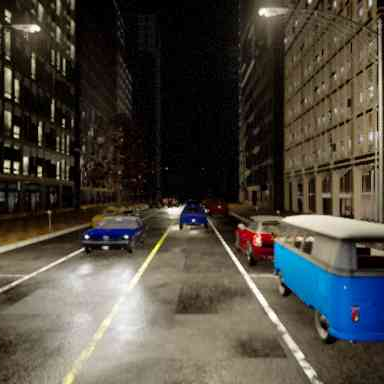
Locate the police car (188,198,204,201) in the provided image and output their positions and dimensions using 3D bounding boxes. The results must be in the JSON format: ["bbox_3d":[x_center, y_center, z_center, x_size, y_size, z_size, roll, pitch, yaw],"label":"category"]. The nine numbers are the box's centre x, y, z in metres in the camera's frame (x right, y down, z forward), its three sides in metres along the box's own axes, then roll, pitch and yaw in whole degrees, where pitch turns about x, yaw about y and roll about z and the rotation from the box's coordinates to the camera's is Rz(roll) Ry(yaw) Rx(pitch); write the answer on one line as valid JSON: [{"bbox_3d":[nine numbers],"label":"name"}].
[{"bbox_3d":[0.101,1.778,41.730,1.930,1.638,5.238,0,-1,0],"label":"police car"}]

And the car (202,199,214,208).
[{"bbox_3d":[2.695,2.004,57.645,1.752,1.417,4.829,0,0,0],"label":"car"}]

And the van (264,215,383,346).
[{"bbox_3d":[2.693,1.398,6.251,1.690,1.788,3.998,0,0,0],"label":"van"}]

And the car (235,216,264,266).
[{"bbox_3d":[2.693,1.546,11.941,1.967,1.590,4.097,0,0,0],"label":"car"}]

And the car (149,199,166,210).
[{"bbox_3d":[-5.686,1.984,51.796,2.008,1.369,4.403,0,0,0],"label":"car"}]

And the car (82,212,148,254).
[{"bbox_3d":[-3.100,1.726,14.196,1.895,1.301,4.718,0,0,0],"label":"car"}]

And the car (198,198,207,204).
[{"bbox_3d":[2.696,2.257,85.935,1.947,1.339,4.313,0,0,0],"label":"car"}]

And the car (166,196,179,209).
[{"bbox_3d":[-3.063,1.952,55.290,2.128,1.511,4.902,0,0,0],"label":"car"}]

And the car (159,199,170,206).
[{"bbox_3d":[-5.685,2.146,68.871,1.802,1.307,4.206,0,0,0],"label":"car"}]

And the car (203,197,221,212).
[{"bbox_3d":[2.696,1.703,46.094,2.192,1.841,5.009,0,0,0],"label":"car"}]

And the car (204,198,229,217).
[{"bbox_3d":[2.695,1.611,34.709,2.192,1.841,5.009,0,0,0],"label":"car"}]

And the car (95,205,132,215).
[{"bbox_3d":[-5.687,1.726,23.164,1.752,1.417,4.829,0,0,0],"label":"car"}]

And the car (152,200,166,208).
[{"bbox_3d":[-5.686,2.043,57.488,1.947,1.339,4.313,0,0,0],"label":"car"}]

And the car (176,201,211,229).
[{"bbox_3d":[0.101,1.682,23.668,1.882,1.535,5.008,0,0,0],"label":"car"}]

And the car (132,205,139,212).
[{"bbox_3d":[-5.687,1.800,29.027,2.008,1.369,4.403,0,0,0],"label":"car"}]

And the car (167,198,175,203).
[{"bbox_3d":[-5.684,2.278,91.641,1.887,1.381,4.507,0,0,0],"label":"car"}]

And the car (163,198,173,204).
[{"bbox_3d":[-5.685,2.200,80.256,2.008,1.369,4.403,0,0,0],"label":"car"}]
